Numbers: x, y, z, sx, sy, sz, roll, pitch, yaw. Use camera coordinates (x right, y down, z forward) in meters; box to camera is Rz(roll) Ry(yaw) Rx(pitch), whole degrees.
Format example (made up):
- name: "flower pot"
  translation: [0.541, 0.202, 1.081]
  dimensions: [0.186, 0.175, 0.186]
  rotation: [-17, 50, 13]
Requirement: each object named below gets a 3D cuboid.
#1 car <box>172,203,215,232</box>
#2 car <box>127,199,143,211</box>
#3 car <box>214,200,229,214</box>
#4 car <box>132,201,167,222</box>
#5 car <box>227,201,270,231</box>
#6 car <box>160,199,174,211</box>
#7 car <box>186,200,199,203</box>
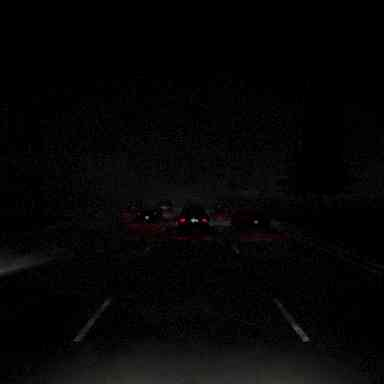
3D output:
- name: "car"
  translation: [0.086, 1.608, 20.523]
  dimensions: [2.033, 1.411, 5.357]
  rotation: [0, 0, 0]
- name: "car"
  translation: [-6.926, 1.616, 41.647]
  dimensions: [2.128, 1.511, 4.902]
  rotation: [0, 0, 0]
- name: "car"
  translation: [3.564, 1.635, 37.581]
  dimensions: [1.812, 1.442, 4.674]
  rotation: [0, 0, 0]
- name: "car"
  translation: [-3.417, 1.683, 27.579]
  dimensions: [1.895, 1.301, 4.718]
  rotation: [0, 0, 0]
- name: "car"
  translation: [3.587, 1.539, 21.094]
  dimensions: [1.882, 1.535, 5.008]
  rotation: [0, 0, 0]
- name: "car"
  translation: [-3.428, 1.633, 43.234]
  dimensions: [1.837, 1.490, 4.892]
  rotation: [0, 0, 0]
- name: "car"
  translation: [0.085, 1.637, 38.044]
  dimensions: [1.812, 1.442, 4.674]
  rotation: [0, 0, 0]
